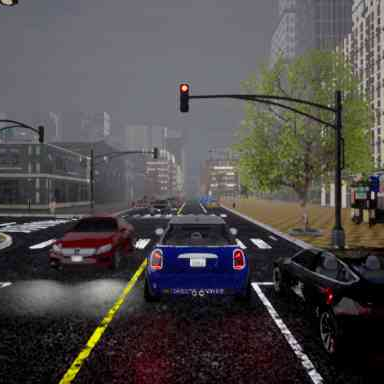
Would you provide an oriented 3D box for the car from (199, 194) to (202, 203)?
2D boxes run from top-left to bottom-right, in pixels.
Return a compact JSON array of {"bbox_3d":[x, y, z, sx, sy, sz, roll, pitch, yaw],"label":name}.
[{"bbox_3d":[2.774,1.553,60.432,2.008,1.369,4.403,0,0,0],"label":"car"}]

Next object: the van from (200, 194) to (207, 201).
[{"bbox_3d":[2.806,1.345,82.636,1.690,1.788,3.998,0,0,0],"label":"van"}]

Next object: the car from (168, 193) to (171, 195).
[{"bbox_3d":[-5.591,1.528,71.373,1.752,1.417,4.829,0,0,0],"label":"car"}]

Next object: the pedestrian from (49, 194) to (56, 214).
[{"bbox_3d":[-12.709,1.037,30.250,0.375,1.860,0.375,0,-1,-1],"label":"pedestrian"}]

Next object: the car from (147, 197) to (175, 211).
[{"bbox_3d":[-3.057,1.505,33.269,1.837,1.490,4.892,0,0,0],"label":"car"}]

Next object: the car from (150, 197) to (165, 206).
[{"bbox_3d":[-5.613,1.552,54.890,2.008,1.369,4.403,0,0,0],"label":"car"}]

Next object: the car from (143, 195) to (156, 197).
[{"bbox_3d":[-5.627,1.316,43.787,2.192,1.841,5.009,0,0,0],"label":"car"}]

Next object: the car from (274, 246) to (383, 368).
[{"bbox_3d":[2.701,1.566,5.749,1.947,1.339,4.313,0,0,0],"label":"car"}]

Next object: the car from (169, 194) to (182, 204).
[{"bbox_3d":[-2.968,1.480,63.384,1.882,1.535,5.008,0,0,1],"label":"car"}]

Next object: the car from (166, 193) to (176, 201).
[{"bbox_3d":[-5.568,1.319,88.196,2.192,1.841,5.009,0,0,0],"label":"car"}]

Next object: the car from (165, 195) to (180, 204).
[{"bbox_3d":[-3.037,1.527,46.845,1.812,1.442,4.674,0,0,1],"label":"car"}]

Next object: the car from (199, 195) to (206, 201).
[{"bbox_3d":[2.812,1.530,88.357,1.752,1.417,4.829,0,0,0],"label":"car"}]

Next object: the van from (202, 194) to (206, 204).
[{"bbox_3d":[2.761,1.342,49.330,1.690,1.788,3.998,0,0,0],"label":"van"}]

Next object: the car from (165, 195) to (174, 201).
[{"bbox_3d":[-5.576,1.554,82.645,2.008,1.369,4.403,0,0,0],"label":"car"}]

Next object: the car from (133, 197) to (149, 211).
[{"bbox_3d":[-5.636,1.583,38.236,1.802,1.307,4.206,0,0,0],"label":"car"}]

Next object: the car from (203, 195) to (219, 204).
[{"bbox_3d":[2.752,1.526,43.948,1.752,1.417,4.829,0,0,0],"label":"car"}]

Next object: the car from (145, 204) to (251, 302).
[{"bbox_3d":[0.112,1.352,8.417,2.097,1.767,4.553,0,0,0],"label":"car"}]

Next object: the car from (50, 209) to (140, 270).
[{"bbox_3d":[-3.075,1.526,11.210,1.812,1.442,4.674,0,0,0],"label":"car"}]

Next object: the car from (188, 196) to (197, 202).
[{"bbox_3d":[0.107,1.543,79.251,2.033,1.411,5.357,0,0,0],"label":"car"}]
